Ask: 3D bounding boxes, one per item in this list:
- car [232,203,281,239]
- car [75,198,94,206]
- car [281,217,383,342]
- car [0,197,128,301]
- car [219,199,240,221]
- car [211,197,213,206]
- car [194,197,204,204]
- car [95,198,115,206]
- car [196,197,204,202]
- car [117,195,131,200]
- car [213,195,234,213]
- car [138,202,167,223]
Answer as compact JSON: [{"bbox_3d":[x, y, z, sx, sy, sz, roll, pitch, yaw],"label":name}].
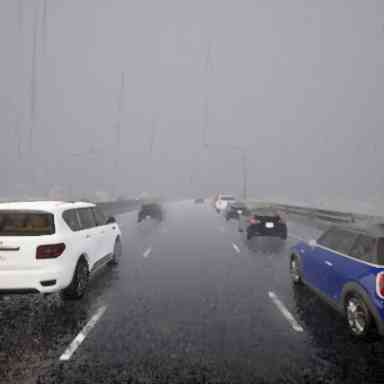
[{"bbox_3d":[3.603,1.574,17.662,2.163,1.488,4.792,0,0,1],"label":"car"},{"bbox_3d":[-19.869,1.840,61.744,1.812,1.442,4.674,0,0,2],"label":"car"},{"bbox_3d":[3.518,1.378,6.681,2.097,1.767,4.553,0,0,0],"label":"car"},{"bbox_3d":[-3.366,1.252,8.561,2.150,2.045,5.566,0,0,0],"label":"car"},{"bbox_3d":[3.759,1.623,28.584,2.163,1.488,4.792,0,0,1],"label":"car"},{"bbox_3d":[4.277,1.804,50.393,1.994,1.385,4.181,0,0,2],"label":"car"},{"bbox_3d":[1.477,1.814,70.564,1.994,1.385,4.181,0,0,3],"label":"car"},{"bbox_3d":[-16.326,1.869,62.758,2.033,1.411,5.357,0,0,2],"label":"car"},{"bbox_3d":[2.184,1.912,85.942,1.994,1.385,4.181,0,0,3],"label":"car"},{"bbox_3d":[-12.871,1.544,61.825,2.150,2.045,5.566,0,0,3],"label":"car"},{"bbox_3d":[3.984,1.397,39.506,2.150,2.045,5.566,0,0,1],"label":"car"},{"bbox_3d":[-3.162,1.615,26.867,1.837,1.490,4.892,0,0,1],"label":"car"}]
